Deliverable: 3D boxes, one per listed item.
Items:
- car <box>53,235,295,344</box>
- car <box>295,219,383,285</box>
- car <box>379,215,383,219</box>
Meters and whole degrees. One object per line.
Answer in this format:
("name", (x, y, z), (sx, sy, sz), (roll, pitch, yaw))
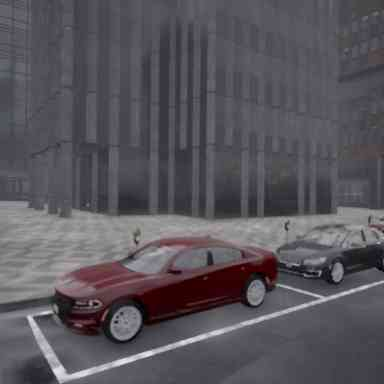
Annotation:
("car", (-0.270, 1.577, 6.454), (4.507, 1.381, 1.887), (1, 0, -36))
("car", (4.225, 1.634, 9.667), (4.403, 1.369, 2.008), (1, 0, -36))
("car", (8.722, 1.451, 12.880), (5.009, 1.841, 2.192), (1, 0, -36))
